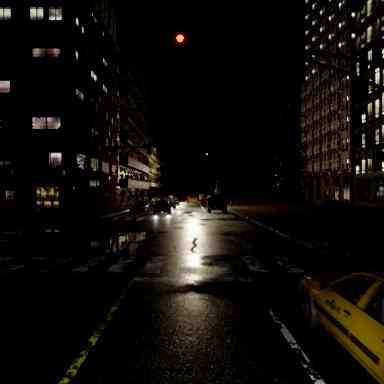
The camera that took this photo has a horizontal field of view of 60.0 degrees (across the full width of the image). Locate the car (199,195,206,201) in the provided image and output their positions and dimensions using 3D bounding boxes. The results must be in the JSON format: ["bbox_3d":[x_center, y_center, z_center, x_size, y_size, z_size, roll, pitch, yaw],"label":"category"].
[{"bbox_3d":[2.684,1.611,86.281,1.752,1.417,4.829,0,0,0],"label":"car"}]

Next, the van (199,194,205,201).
[{"bbox_3d":[2.682,1.439,91.637,1.690,1.788,3.998,0,0,0],"label":"van"}]

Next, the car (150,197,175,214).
[{"bbox_3d":[-3.123,1.558,35.280,2.033,1.411,5.357,0,0,-4],"label":"car"}]

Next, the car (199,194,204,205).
[{"bbox_3d":[2.683,1.353,58.478,2.192,1.841,5.009,0,0,0],"label":"car"}]

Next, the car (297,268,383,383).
[{"bbox_3d":[2.686,1.525,4.129,1.752,1.417,4.829,0,0,0],"label":"car"}]

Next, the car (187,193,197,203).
[{"bbox_3d":[0.000,1.291,75.861,2.150,2.045,5.566,0,0,0],"label":"car"}]

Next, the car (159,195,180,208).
[{"bbox_3d":[-3.090,1.567,45.408,2.033,1.411,5.357,0,0,0],"label":"car"}]

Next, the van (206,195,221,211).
[{"bbox_3d":[2.684,1.357,41.898,1.690,1.788,3.998,0,0,0],"label":"van"}]

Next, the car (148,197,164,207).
[{"bbox_3d":[-5.695,1.580,52.951,2.008,1.369,4.403,0,0,0],"label":"car"}]

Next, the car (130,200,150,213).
[{"bbox_3d":[-5.694,1.562,36.371,2.008,1.369,4.403,0,0,0],"label":"car"}]

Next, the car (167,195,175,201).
[{"bbox_3d":[-5.697,1.642,91.637,1.887,1.381,4.507,0,0,0],"label":"car"}]

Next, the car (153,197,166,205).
[{"bbox_3d":[-5.696,1.582,58.477,1.887,1.381,4.507,0,0,0],"label":"car"}]

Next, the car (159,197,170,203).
[{"bbox_3d":[-5.696,1.637,69.532,1.802,1.307,4.206,0,0,0],"label":"car"}]

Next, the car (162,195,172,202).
[{"bbox_3d":[-5.697,1.505,75.058,1.967,1.590,4.097,0,0,0],"label":"car"}]

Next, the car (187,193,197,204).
[{"bbox_3d":[0.098,1.526,65.386,1.882,1.535,5.008,0,0,0],"label":"car"}]

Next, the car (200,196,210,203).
[{"bbox_3d":[2.684,1.600,69.532,1.887,1.381,4.507,0,0,0],"label":"car"}]

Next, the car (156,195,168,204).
[{"bbox_3d":[-5.697,1.487,64.005,1.967,1.590,4.097,0,0,0],"label":"car"}]

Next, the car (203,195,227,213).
[{"bbox_3d":[2.684,1.326,36.372,2.192,1.841,5.009,0,0,0],"label":"car"}]

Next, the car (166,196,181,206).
[{"bbox_3d":[-3.047,1.525,55.601,2.128,1.511,4.902,0,0,0],"label":"car"}]

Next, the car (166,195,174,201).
[{"bbox_3d":[-5.696,1.611,85.941,1.752,1.417,4.829,0,0,0],"label":"car"}]
